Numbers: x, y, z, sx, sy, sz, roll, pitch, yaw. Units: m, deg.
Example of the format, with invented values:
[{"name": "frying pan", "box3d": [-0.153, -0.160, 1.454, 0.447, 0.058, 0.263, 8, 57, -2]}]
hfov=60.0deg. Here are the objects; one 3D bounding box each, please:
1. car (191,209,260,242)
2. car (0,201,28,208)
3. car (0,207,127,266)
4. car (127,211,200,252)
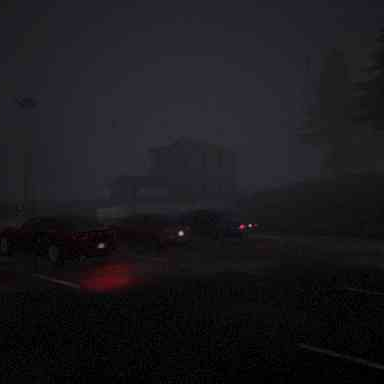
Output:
[{"name": "car", "box3d": [0.576, 1.559, 16.430, 5.357, 1.411, 2.033, 0, 0, 36]}, {"name": "car", "box3d": [-15.608, 1.528, 27.990, 4.902, 1.511, 2.128, 0, 0, 36]}, {"name": "car", "box3d": [-4.798, 1.491, 11.673, 5.008, 1.535, 1.882, 0, 0, 36]}, {"name": "car", "box3d": [-2.056, 1.576, 14.011, 4.181, 1.385, 1.994, 0, 0, 36]}]
